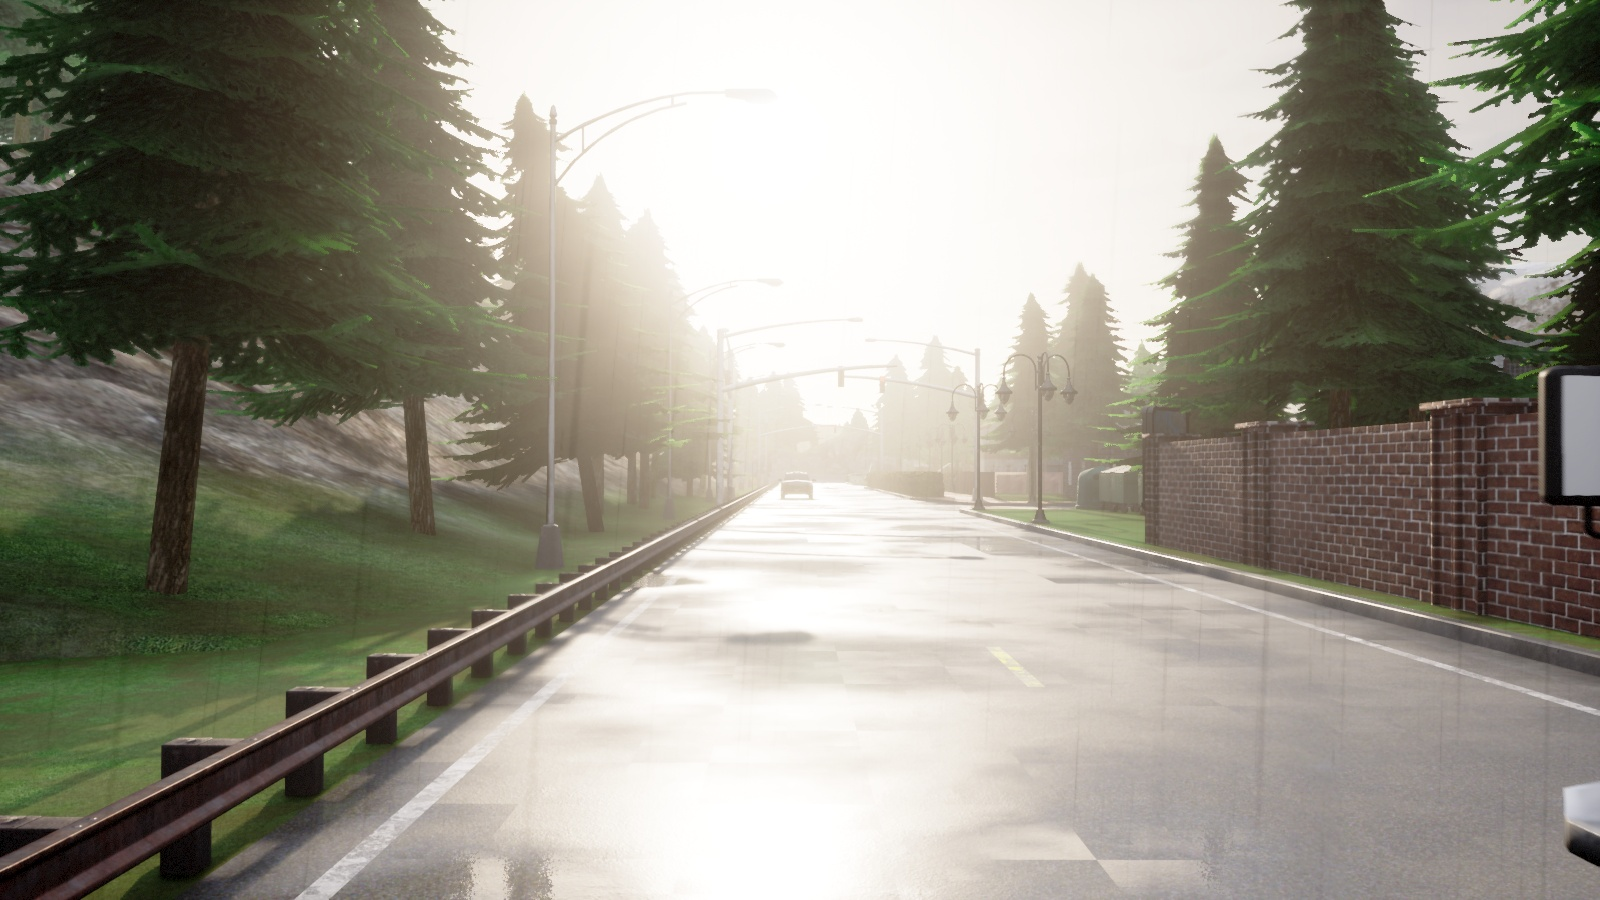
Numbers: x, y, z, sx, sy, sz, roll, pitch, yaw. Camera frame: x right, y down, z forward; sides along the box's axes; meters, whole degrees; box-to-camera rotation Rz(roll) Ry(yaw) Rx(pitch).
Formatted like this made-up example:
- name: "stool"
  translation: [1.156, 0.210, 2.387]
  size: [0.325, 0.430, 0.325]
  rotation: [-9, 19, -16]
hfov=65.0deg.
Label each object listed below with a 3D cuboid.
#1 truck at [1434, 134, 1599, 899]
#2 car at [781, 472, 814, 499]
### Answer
- name: "truck"
  translation: [3.495, 0.343, 1.681]
  size: [2.627, 2.467, 5.204]
  rotation: [0, -1, 0]
- name: "car"
  translation: [-0.162, 2.029, 72.178]
  size: [1.837, 1.490, 4.892]
  rotation: [0, -1, 0]
